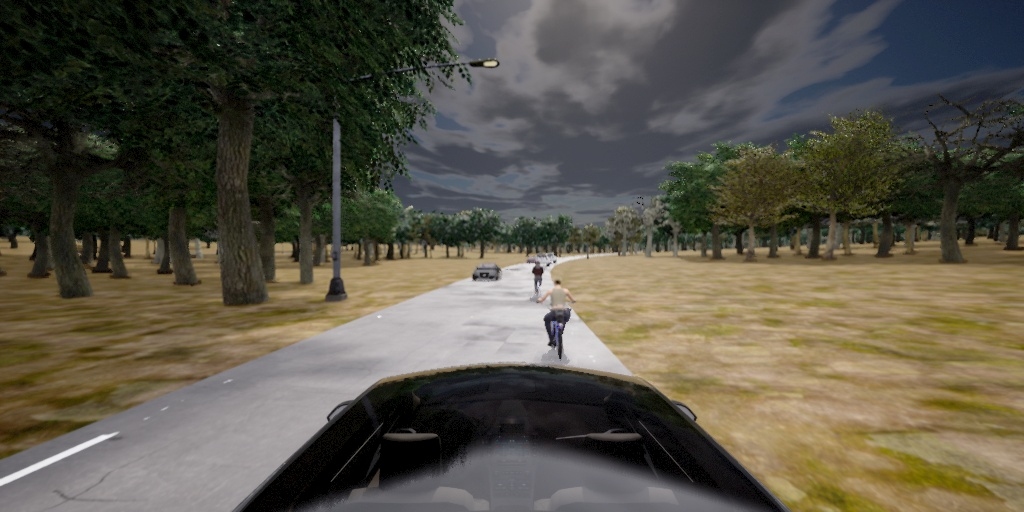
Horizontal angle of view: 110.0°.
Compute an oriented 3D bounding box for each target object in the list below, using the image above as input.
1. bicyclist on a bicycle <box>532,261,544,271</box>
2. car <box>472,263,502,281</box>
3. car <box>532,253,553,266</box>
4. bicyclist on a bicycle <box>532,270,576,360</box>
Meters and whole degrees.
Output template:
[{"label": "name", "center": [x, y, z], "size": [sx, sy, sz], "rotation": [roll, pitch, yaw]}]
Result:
[{"label": "bicyclist on a bicycle", "center": [1.275, 1.099, 17.563], "size": [0.659, 1.776, 1.843], "rotation": [0, 0, 3]}, {"label": "car", "center": [-1.913, 1.230, 28.697], "size": [1.994, 1.385, 4.181], "rotation": [0, 0, 5]}, {"label": "car", "center": [5.161, 0.628, 59.192], "size": [2.150, 2.045, 5.566], "rotation": [0, 1, 10]}, {"label": "bicyclist on a bicycle", "center": [0.928, 1.185, 7.371], "size": [0.866, 1.612, 1.509], "rotation": [0, 0, 1]}]
